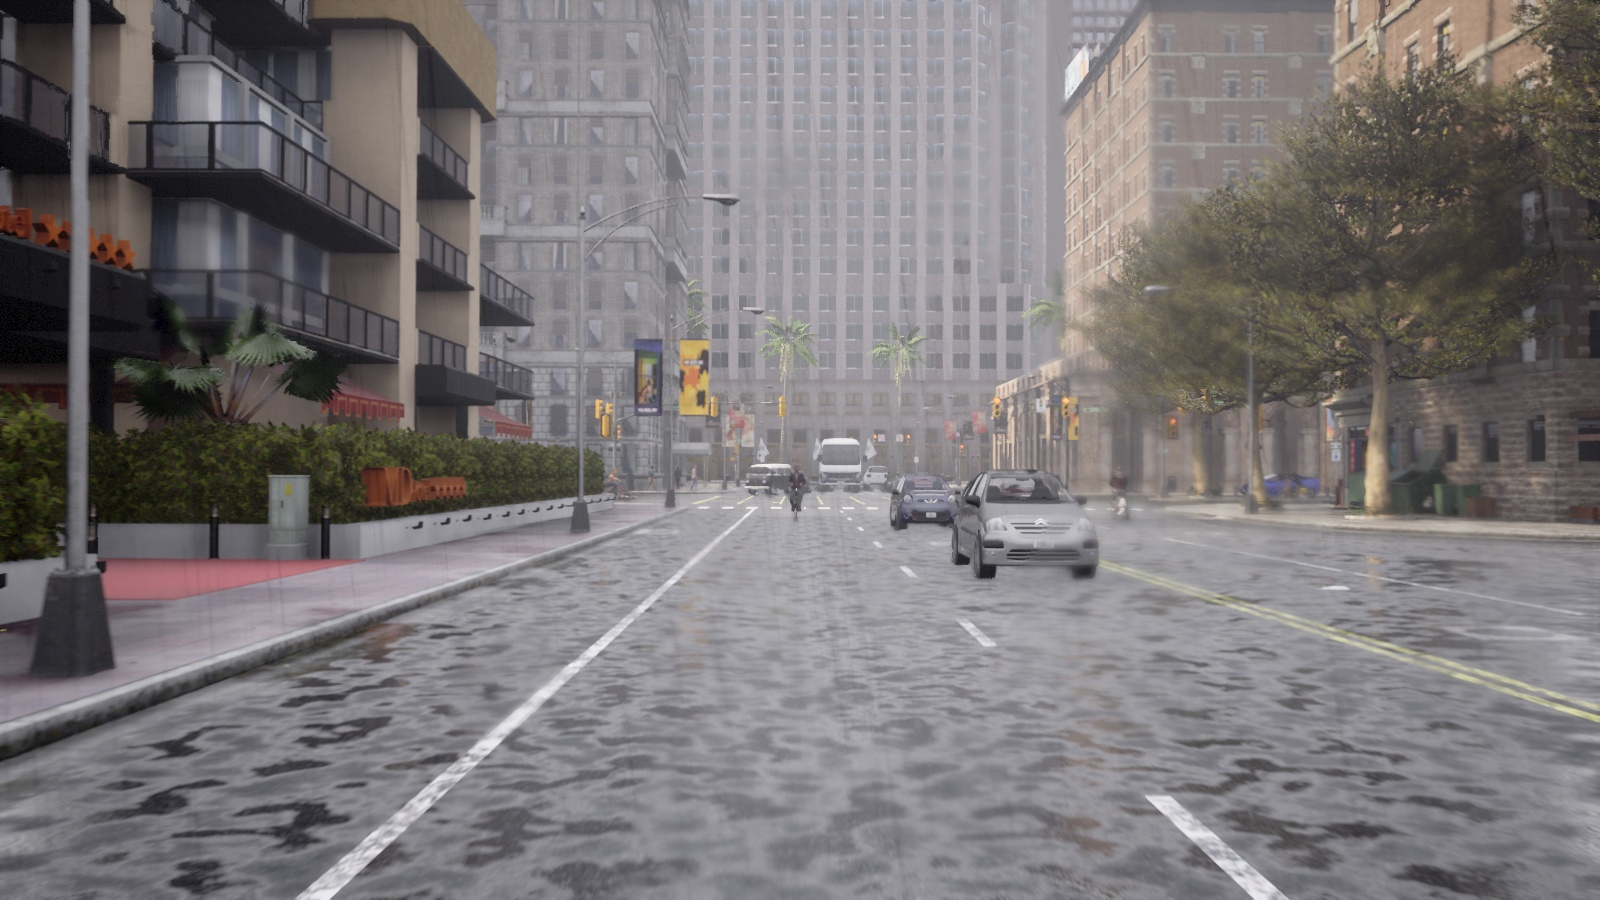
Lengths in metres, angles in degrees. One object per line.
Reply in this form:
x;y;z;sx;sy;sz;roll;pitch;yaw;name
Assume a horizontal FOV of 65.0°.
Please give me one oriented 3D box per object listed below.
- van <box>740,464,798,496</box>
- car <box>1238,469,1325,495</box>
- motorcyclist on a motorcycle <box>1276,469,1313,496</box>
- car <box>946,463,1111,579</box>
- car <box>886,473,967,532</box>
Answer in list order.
-2.002;1.952;83.097;2.069;2.038;4.480;0;-1;25;van
29.450;1.944;76.879;4.514;1.525;2.007;0;-1;1;car
28.897;1.892;73.362;1.817;1.590;0.866;1;-1;1;motorcyclist on a motorcycle
3.453;1.032;19.687;1.851;1.617;3.988;0;-1;0;car
3.416;1.397;34.431;1.845;1.501;3.633;0;-1;0;car
